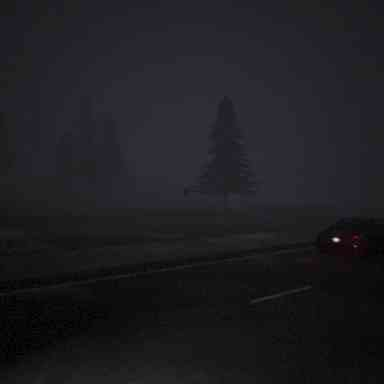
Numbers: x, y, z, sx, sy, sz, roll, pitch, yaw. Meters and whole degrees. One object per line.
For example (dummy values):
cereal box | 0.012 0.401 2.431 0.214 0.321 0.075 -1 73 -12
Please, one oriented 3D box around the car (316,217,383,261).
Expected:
car | 6.674 1.660 12.798 4.181 1.385 1.994 1 0 -35
